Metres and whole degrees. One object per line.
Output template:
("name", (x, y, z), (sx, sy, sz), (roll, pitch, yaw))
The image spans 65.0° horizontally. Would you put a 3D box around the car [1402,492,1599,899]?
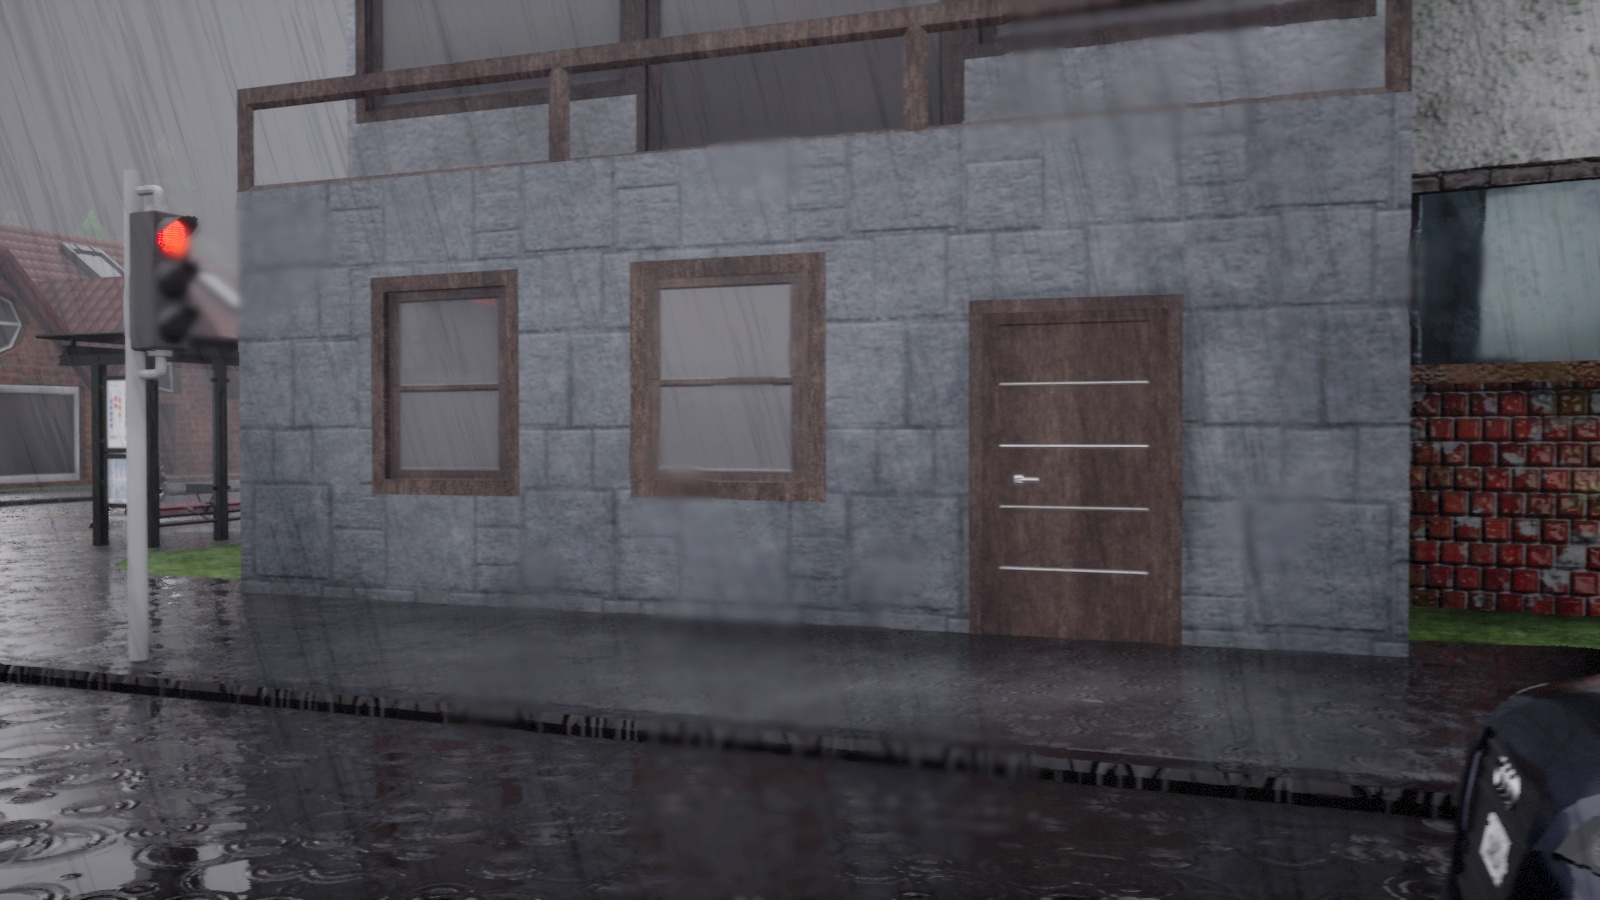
("car", (3.600, 0.868, 2.483), (4.181, 1.385, 1.994), (1, 1, 21))
